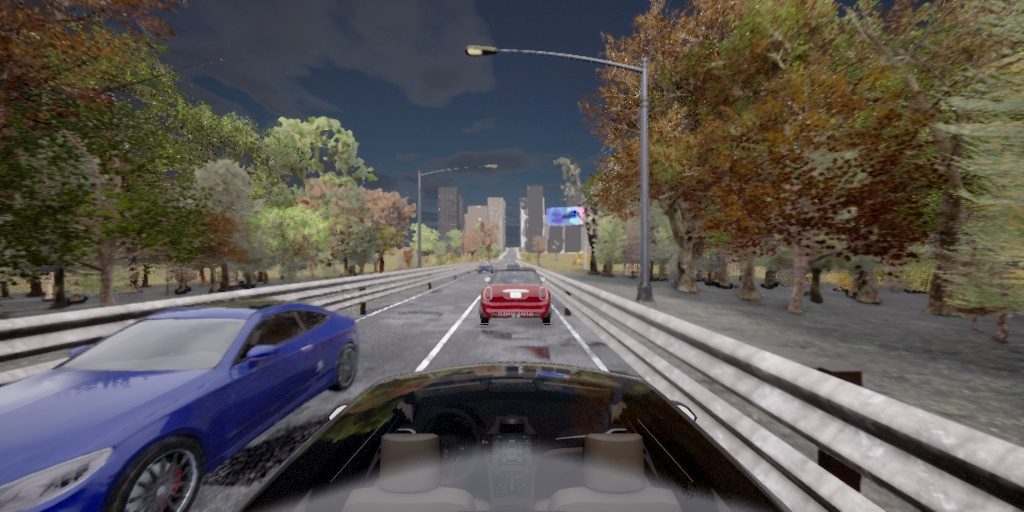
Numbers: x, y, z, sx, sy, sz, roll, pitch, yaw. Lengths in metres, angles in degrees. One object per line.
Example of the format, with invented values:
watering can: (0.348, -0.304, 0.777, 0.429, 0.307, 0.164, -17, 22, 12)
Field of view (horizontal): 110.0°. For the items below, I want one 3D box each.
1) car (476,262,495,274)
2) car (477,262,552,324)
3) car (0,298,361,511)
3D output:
car: (-3.335, 1.499, 45.847, 2.033, 1.411, 5.357, 0, 0, 0)
car: (0.105, 1.131, 12.215, 2.097, 1.767, 4.553, 0, 0, 0)
car: (-3.347, 1.279, 4.077, 1.812, 1.442, 4.674, 0, 0, 0)
